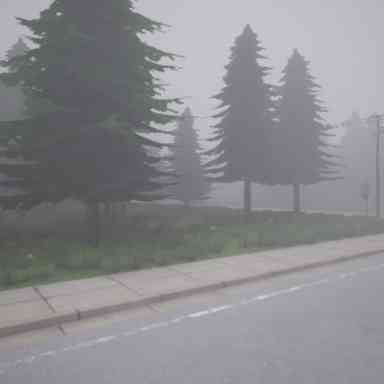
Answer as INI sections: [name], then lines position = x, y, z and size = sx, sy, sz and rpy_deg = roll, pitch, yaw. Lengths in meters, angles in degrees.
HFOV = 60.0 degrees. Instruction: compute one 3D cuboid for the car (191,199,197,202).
[car]
position = 0.128, 1.463, 51.429
size = 1.837, 1.490, 4.892
rpy_deg = 0, 0, -34
